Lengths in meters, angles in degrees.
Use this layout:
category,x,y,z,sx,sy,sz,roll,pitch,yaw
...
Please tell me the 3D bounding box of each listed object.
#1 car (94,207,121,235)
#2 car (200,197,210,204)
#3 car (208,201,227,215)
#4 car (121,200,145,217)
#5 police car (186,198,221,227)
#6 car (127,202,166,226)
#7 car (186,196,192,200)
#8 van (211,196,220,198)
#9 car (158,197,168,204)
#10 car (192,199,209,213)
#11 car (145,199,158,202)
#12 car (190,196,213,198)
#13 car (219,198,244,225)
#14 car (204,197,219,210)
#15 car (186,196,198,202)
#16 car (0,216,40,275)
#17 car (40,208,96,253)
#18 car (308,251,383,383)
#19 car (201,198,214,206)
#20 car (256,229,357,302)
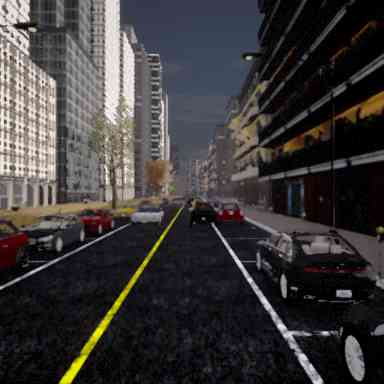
category,x,y,z,sx,sy,sz,roll,pitch,yaw
car,-5.696,1.591,19.133,1.887,1.381,4.507,0,0,0
car,2.670,1.749,68.929,2.008,1.369,4.403,0,0,0
car,2.680,1.674,35.733,1.802,1.307,4.206,0,0,0
car,-5.699,1.601,30.028,1.752,1.417,4.829,0,0,0
police car,0.802,1.482,23.471,1.930,1.638,5.238,0,0,2
car,-3.105,1.659,23.846,1.895,1.301,4.718,0,0,0
car,-0.015,1.638,57.757,1.882,1.535,5.008,0,0,0
van,2.678,1.450,41.266,1.690,1.788,3.998,0,0,0
car,-5.706,1.686,57.692,1.752,1.417,4.829,0,0,0
car,0.889,1.581,39.337,1.882,1.535,5.008,0,0,0
car,-5.702,1.691,41.264,1.802,1.307,4.206,0,0,0
car,0.891,1.541,33.527,1.801,1.575,5.366,0,0,0
car,2.683,1.500,24.668,1.967,1.590,4.097,0,0,0
car,2.676,1.566,46.799,1.967,1.590,4.097,0,0,0
car,0.011,1.628,74.455,1.895,1.301,4.718,0,0,8
car,-5.693,1.459,8.069,1.967,1.590,4.097,0,0,0
car,-5.694,1.583,13.600,2.008,1.369,4.403,0,0,0
car,2.689,1.557,2.538,2.008,1.369,4.403,0,0,0
car,2.674,1.711,57.863,2.008,1.369,4.403,0,0,0
car,2.688,1.569,8.071,2.008,1.369,4.403,0,0,0
